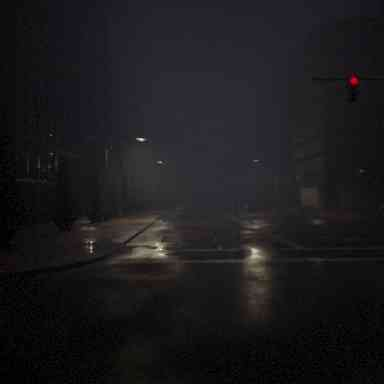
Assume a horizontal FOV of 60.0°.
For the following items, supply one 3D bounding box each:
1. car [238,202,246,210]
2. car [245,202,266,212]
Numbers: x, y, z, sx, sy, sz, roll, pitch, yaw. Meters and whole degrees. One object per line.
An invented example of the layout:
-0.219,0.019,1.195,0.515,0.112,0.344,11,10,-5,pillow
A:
9.559,2.458,59.988,2.033,1.411,5.357,-1,-1,-1,car
9.713,2.342,50.049,1.895,1.301,4.718,-1,-1,0,car
